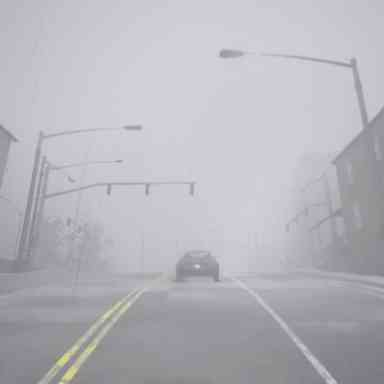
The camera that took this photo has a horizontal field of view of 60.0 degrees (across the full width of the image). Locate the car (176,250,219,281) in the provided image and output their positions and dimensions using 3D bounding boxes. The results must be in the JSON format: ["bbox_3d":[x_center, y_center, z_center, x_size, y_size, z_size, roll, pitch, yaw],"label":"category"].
[{"bbox_3d":[0.295,3.558,16.293,1.994,1.385,4.181,0,-11,2],"label":"car"}]
